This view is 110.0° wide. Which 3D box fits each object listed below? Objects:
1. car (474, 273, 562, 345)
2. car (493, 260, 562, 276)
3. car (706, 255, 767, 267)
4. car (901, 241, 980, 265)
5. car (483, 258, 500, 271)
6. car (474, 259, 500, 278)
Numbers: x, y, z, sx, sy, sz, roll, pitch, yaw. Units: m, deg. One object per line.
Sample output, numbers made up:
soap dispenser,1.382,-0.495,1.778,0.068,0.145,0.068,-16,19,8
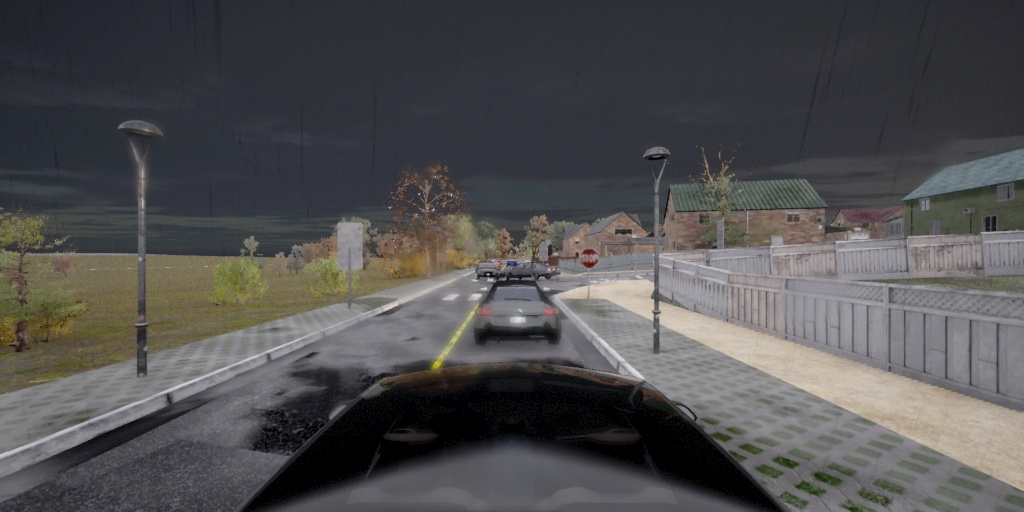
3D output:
car,0.100,1.313,9.517,1.994,1.385,4.181,0,0,-1
car,1.330,1.197,28.532,5.357,1.411,2.033,-4,-3,43
car,14.382,0.413,22.911,4.181,1.385,1.994,-3,0,16
car,23.883,-0.209,20.492,4.902,1.511,2.128,-3,0,14
car,-2.860,1.120,51.260,2.097,1.767,4.553,0,0,1
car,-2.258,1.257,31.442,1.837,1.490,4.892,0,0,-8
